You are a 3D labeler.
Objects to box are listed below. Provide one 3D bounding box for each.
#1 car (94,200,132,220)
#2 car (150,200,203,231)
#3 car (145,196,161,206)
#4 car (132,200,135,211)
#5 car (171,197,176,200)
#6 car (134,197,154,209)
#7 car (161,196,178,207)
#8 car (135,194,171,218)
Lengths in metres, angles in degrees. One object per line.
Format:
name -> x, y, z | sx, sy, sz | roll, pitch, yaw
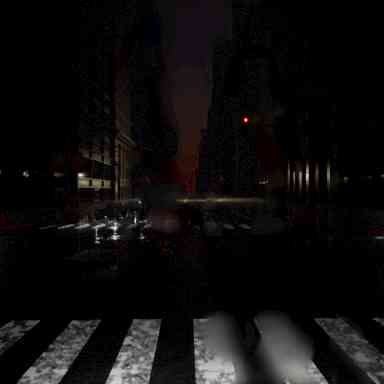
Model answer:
car -> -6.635, 1.593, 27.892 | 1.895, 1.301, 4.718 | 0, 0, 1
car -> -0.638, 1.495, 20.574 | 1.837, 1.490, 4.892 | 2, 0, 17
car -> -6.595, 1.513, 57.071 | 2.033, 1.411, 5.357 | 0, 0, 0
car -> -6.622, 1.587, 37.008 | 1.895, 1.301, 4.718 | 0, 0, 0
car -> -3.371, 1.476, 40.033 | 2.128, 1.511, 4.902 | 0, 0, 0
car -> -6.621, 1.470, 46.416 | 2.128, 1.511, 4.902 | 0, 0, 0
car -> -3.364, 1.466, 50.456 | 2.128, 1.511, 4.902 | 0, 0, 0
car -> -3.368, 1.212, 29.940 | 2.150, 2.045, 5.566 | 0, 0, 0
